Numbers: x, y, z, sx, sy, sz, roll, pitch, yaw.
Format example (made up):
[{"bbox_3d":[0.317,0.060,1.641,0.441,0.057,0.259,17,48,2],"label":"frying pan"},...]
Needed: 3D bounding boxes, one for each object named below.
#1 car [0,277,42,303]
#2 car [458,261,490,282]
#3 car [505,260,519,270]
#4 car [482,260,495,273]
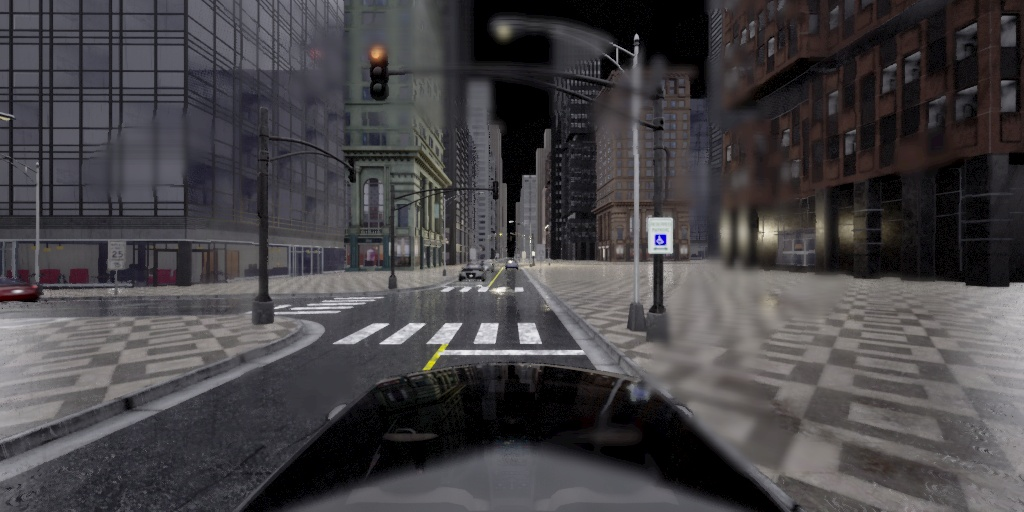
[{"bbox_3d":[-25.225,1.674,16.867,4.181,1.385,1.994,-1,0,0],"label":"car"},{"bbox_3d":[-3.114,1.314,29.002,1.994,1.385,4.181,0,0,0],"label":"car"},{"bbox_3d":[-0.020,1.326,53.416,1.994,1.385,4.181,0,0,0],"label":"car"},{"bbox_3d":[-3.108,1.247,43.859,2.128,1.511,4.902,0,0,0],"label":"car"}]
